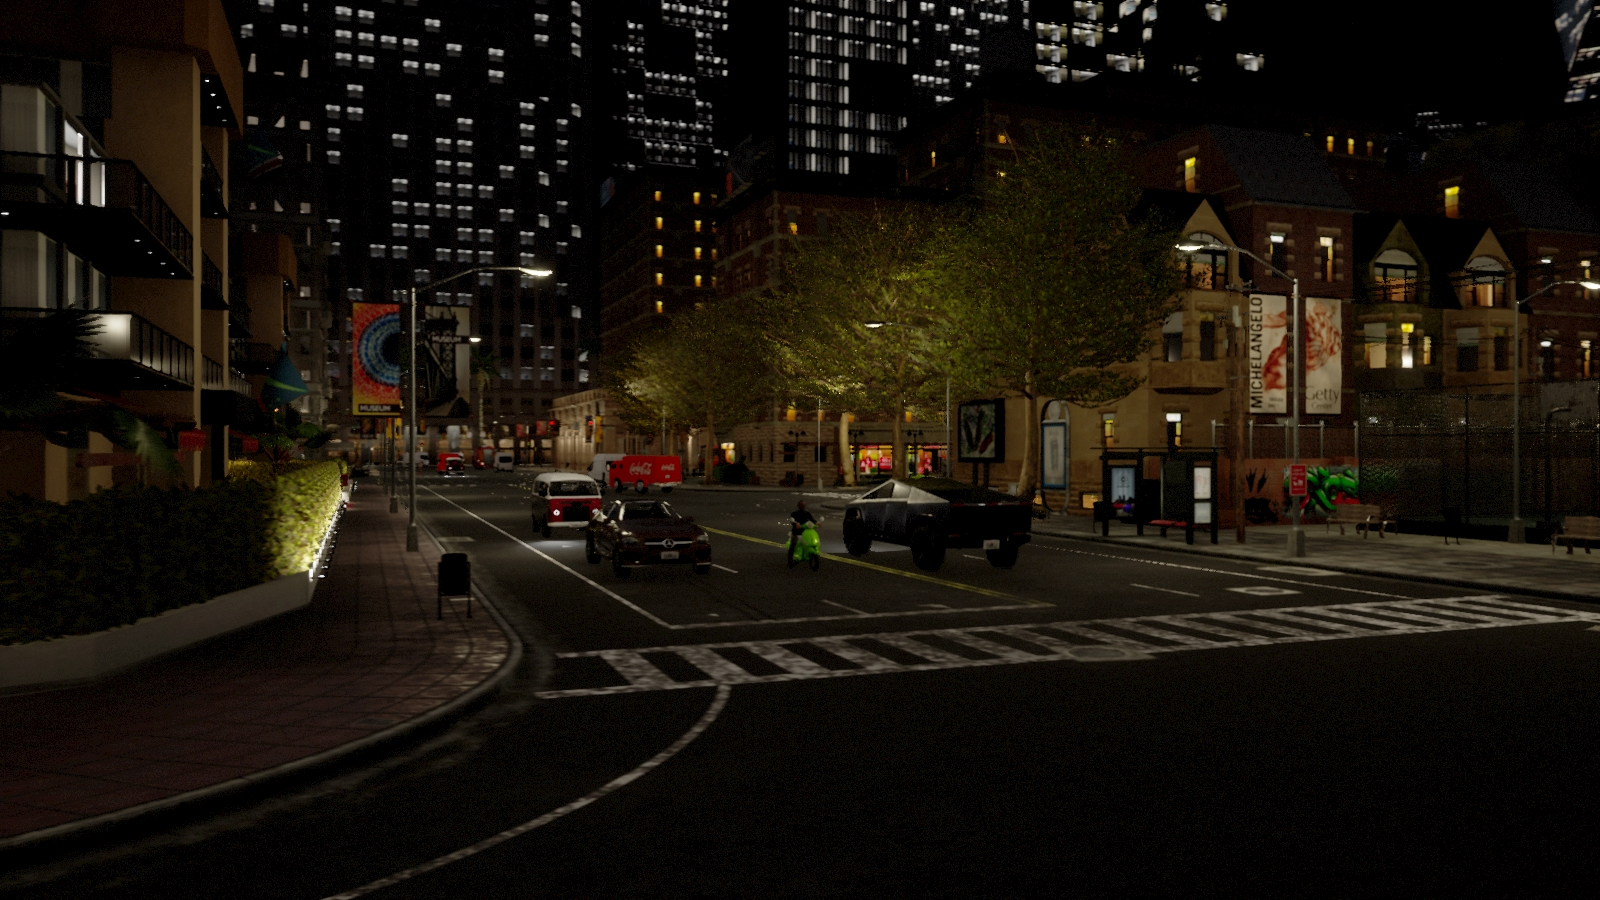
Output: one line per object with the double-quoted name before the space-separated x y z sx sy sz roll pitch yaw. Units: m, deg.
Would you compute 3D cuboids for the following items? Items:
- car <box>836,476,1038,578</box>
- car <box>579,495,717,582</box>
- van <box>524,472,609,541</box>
"car" 3.199 1.769 28.530 2.390 2.098 6.274 0 0 -21
"car" -3.750 2.009 27.345 2.152 1.651 5.027 0 0 -21
"van" -7.815 1.808 37.926 2.069 2.038 4.480 0 0 -21
